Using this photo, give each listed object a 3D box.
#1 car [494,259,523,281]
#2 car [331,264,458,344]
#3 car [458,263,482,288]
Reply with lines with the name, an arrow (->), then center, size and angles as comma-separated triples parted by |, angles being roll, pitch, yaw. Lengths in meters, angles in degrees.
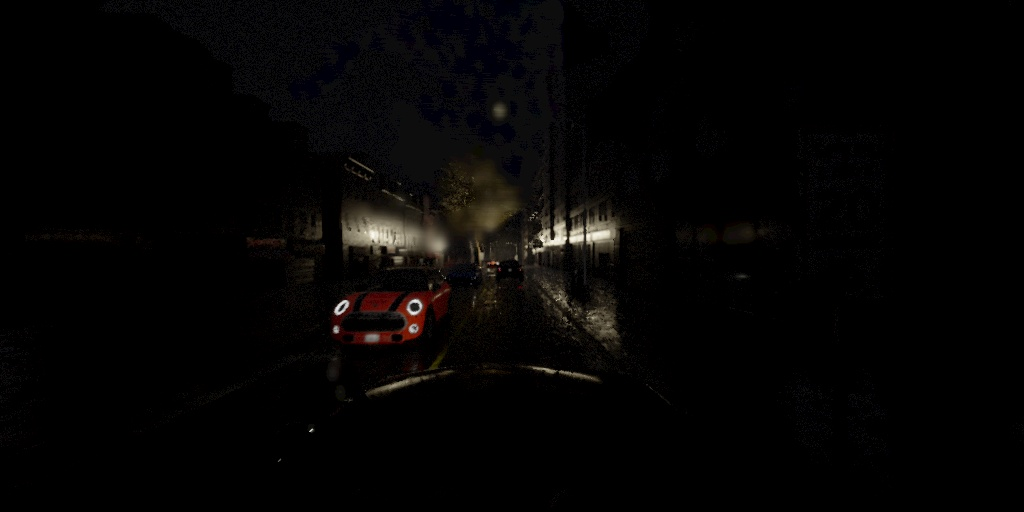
car -> -0.184, 1.094, 29.621 | 2.097, 1.767, 4.553 | 0, 0, -1
car -> -2.915, 1.101, 9.644 | 2.097, 1.767, 4.553 | 0, 0, -1
car -> -3.043, 1.229, 23.650 | 1.882, 1.535, 5.008 | 0, 1, 0
